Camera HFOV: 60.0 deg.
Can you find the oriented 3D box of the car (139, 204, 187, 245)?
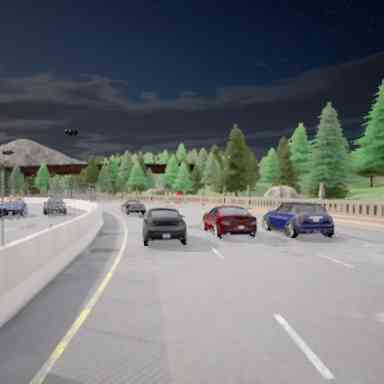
[{"bbox_3d":[-1.392,1.487,15.545,1.837,1.490,4.892,0,0,-9],"label":"car"}]

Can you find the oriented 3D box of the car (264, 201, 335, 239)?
[{"bbox_3d":[5.361,1.308,17.357,2.097,1.767,4.553,0,0,-9],"label":"car"}]

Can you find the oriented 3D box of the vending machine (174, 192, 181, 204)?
[{"bbox_3d":[-2.658,1.117,60.750,1.100,2.100,0.880,0,0,-32],"label":"vending machine"}]

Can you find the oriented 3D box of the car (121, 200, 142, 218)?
[{"bbox_3d":[-5.975,1.520,33.517,2.033,1.411,5.357,0,0,-20],"label":"car"}]

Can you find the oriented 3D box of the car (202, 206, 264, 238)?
[{"bbox_3d":[1.826,1.446,17.496,1.882,1.535,5.008,0,0,-9],"label":"car"}]
